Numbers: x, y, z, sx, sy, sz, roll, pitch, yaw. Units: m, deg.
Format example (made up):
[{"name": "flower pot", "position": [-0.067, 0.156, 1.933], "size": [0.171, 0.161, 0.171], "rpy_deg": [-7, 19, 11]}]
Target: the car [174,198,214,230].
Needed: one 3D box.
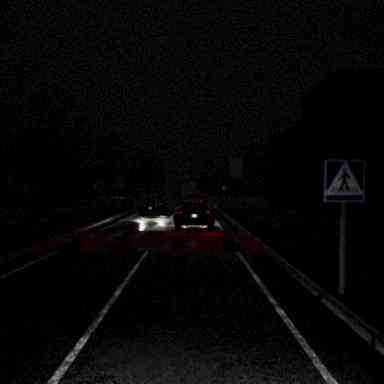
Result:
[{"name": "car", "position": [0.115, 1.286, 17.596], "size": [1.994, 1.385, 4.181], "rpy_deg": [0, -6, 0]}]

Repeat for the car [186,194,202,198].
[{"name": "car", "position": [0.209, 0.967, 33.542], "size": [2.097, 1.767, 4.553], "rpy_deg": [0, 1, 2]}]

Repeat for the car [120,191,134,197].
[{"name": "car", "position": [-13.420, 0.424, 71.924], "size": [1.994, 1.385, 4.181], "rpy_deg": [2, 2, 40]}]

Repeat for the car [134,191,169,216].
[{"name": "car", "position": [-3.271, 0.898, 29.069], "size": [2.150, 2.045, 5.566], "rpy_deg": [0, 0, 1]}]
